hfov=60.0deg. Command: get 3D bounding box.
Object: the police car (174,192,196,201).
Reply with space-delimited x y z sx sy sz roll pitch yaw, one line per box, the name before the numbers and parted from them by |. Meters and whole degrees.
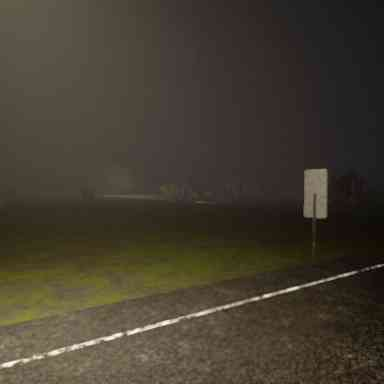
police car | -1.202 0.779 57.332 2.038 1.542 4.974 1 0 -32
